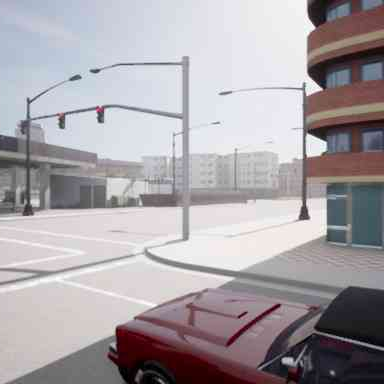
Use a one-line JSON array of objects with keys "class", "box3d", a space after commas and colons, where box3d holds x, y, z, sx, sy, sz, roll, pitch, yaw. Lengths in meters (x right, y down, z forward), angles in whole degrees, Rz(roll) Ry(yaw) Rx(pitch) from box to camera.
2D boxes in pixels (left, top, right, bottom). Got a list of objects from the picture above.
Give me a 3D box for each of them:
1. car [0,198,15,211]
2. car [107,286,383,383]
[{"class": "car", "box3d": [-22.480, 1.464, 38.884, 3.806, 1.475, 1.970, 0, 0, 36]}, {"class": "car", "box3d": [1.423, 1.601, 2.958, 4.718, 1.301, 1.895, 0, 0, 36]}]
